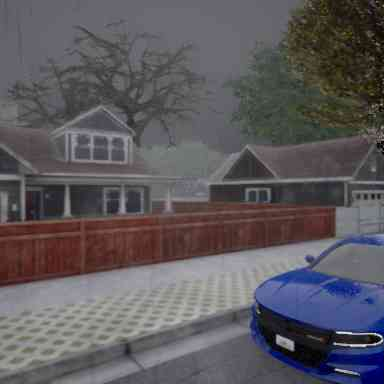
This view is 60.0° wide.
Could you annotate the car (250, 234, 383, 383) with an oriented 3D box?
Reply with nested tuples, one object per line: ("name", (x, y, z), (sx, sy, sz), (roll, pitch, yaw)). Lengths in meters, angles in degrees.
("car", (3.097, 1.458, 5.284), (5.008, 1.535, 1.882), (0, 0, -36))
